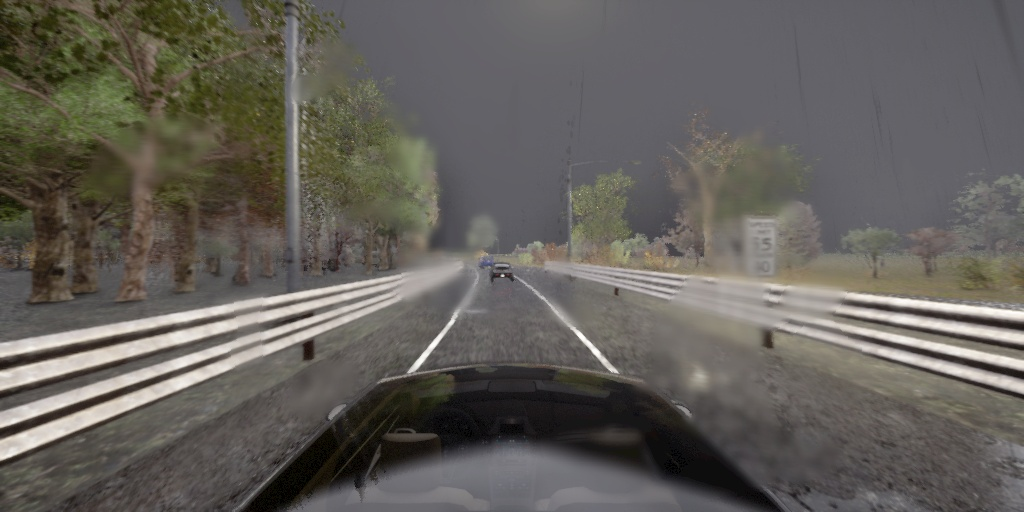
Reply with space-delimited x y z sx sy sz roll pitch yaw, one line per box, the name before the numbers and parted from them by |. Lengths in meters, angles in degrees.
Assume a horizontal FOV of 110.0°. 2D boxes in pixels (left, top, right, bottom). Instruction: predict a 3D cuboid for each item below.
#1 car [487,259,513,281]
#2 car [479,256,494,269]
car | -0.929 1.267 30.261 1.837 1.490 4.892 0 0 -5
car | -4.051 0.997 57.990 2.150 2.045 5.566 0 0 -9
